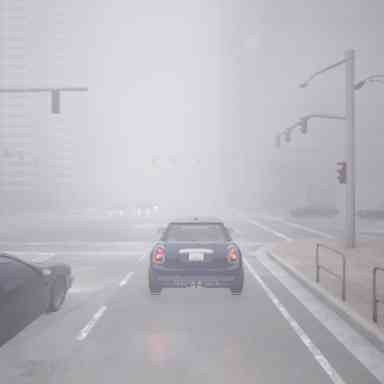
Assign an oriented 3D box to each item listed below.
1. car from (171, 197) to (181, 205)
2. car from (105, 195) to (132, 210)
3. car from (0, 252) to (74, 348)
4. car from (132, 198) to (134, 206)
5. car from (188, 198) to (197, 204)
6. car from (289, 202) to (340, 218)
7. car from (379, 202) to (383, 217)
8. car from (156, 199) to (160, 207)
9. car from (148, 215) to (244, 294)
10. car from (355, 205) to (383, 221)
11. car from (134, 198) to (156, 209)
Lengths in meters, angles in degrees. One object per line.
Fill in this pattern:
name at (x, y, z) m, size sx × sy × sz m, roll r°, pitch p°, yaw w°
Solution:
car at (-3.347, 1.883, 70.979) m, size 1.882 × 1.535 × 5.008 m, roll 0°, pitch 0°, yaw 0°
car at (-10.515, 1.625, 47.849) m, size 2.097 × 1.767 × 4.553 m, roll 0°, pitch 0°, yaw 0°
car at (-3.416, 1.575, 4.664) m, size 2.033 × 1.411 × 5.357 m, roll 0°, pitch 0°, yaw -1°
car at (-10.476, 1.834, 57.793) m, size 1.837 × 1.490 × 4.892 m, roll 0°, pitch 0°, yaw 0°
car at (0.129, 1.966, 72.335) m, size 1.994 × 1.385 × 4.181 m, roll 0°, pitch 0°, yaw 0°
car at (11.710, 1.709, 31.880) m, size 4.674 × 1.442 × 1.812 m, roll 0°, pitch 0°, yaw 1°
car at (20.847, 1.688, 31.782) m, size 4.892 × 1.490 × 1.837 m, roll 0°, pitch 0°, yaw 1°
car at (-6.966, 1.944, 60.071) m, size 1.895 × 1.301 × 4.718 m, roll 0°, pitch 0°, yaw 0°
car at (0.098, 1.404, 9.124) m, size 2.097 × 1.767 × 4.553 m, roll 0°, pitch 0°, yaw 0°
car at (16.505, 1.764, 28.336) m, size 4.718 × 1.301 × 1.895 m, roll 0°, pitch 0°, yaw 1°
car at (-7.008, 1.850, 50.110) m, size 1.994 × 1.385 × 4.181 m, roll 0°, pitch 0°, yaw 0°
